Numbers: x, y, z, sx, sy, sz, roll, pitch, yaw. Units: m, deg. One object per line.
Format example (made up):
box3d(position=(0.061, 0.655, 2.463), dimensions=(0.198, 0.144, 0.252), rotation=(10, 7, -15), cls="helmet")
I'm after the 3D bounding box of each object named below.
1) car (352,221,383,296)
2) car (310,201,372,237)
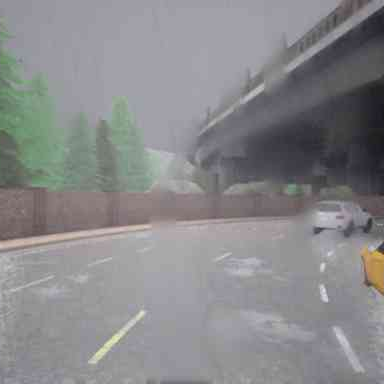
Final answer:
box3d(position=(4.886, 1.617, 6.788), dimensions=(1.882, 1.535, 5.008), rotation=(0, -1, 15), cls="car")
box3d(position=(9.414, 1.591, 20.882), dimensions=(2.150, 2.045, 5.566), rotation=(0, -1, 44), cls="car")
